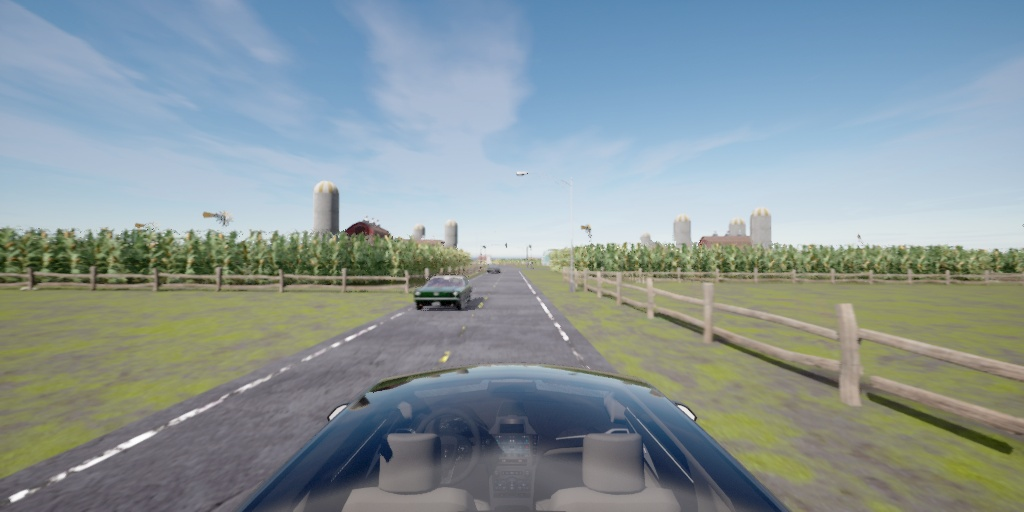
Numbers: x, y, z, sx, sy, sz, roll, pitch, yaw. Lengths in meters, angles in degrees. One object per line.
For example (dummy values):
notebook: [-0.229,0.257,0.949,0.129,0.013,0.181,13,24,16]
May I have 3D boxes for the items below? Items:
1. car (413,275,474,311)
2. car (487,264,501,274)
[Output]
car: [-2.851,1.533,15.710,1.895,1.301,4.718,0,-1,0]
car: [-2.808,1.983,56.270,1.882,1.535,5.008,0,-1,1]
